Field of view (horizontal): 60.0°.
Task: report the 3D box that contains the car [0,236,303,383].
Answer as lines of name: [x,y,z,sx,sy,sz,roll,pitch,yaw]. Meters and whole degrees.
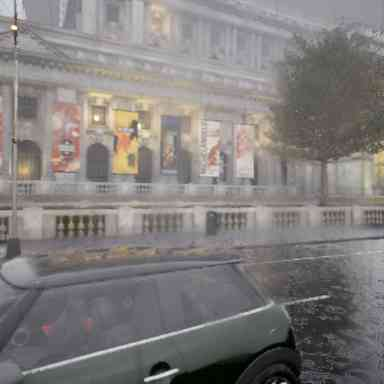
car: [-1.197,1.351,2.911,4.553,1.767,2.097,1,0,-32]
